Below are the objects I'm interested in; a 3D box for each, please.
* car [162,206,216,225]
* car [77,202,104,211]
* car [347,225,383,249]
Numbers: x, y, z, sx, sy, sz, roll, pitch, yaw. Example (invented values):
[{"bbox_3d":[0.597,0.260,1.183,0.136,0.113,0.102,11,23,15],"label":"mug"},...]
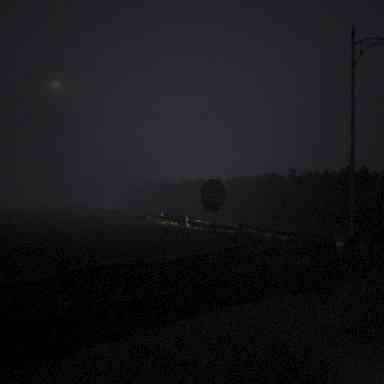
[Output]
[{"bbox_3d":[-0.308,1.757,22.982,1.837,1.490,4.892,1,-1,-36],"label":"car"},{"bbox_3d":[-12.119,1.896,39.531,1.895,1.301,4.718,1,0,-35],"label":"car"},{"bbox_3d":[9.212,1.776,14.224,4.718,1.301,1.895,-1,-1,26],"label":"car"}]
